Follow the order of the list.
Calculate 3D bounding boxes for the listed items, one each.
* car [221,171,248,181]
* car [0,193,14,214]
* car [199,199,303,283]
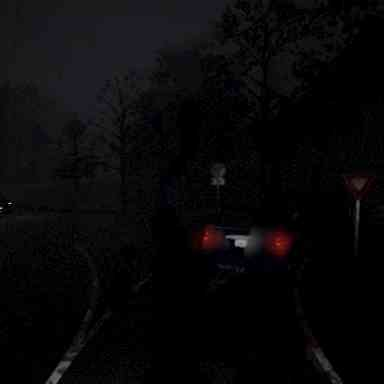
[{"bbox_3d":[6.345,-2.625,53.066,5.008,1.535,1.882,3,5,28],"label":"car"},{"bbox_3d":[-11.858,0.466,18.305,4.892,1.490,1.837,3,7,32],"label":"car"},{"bbox_3d":[1.827,0.970,9.092,2.097,1.767,4.553,2,5,21],"label":"car"}]
